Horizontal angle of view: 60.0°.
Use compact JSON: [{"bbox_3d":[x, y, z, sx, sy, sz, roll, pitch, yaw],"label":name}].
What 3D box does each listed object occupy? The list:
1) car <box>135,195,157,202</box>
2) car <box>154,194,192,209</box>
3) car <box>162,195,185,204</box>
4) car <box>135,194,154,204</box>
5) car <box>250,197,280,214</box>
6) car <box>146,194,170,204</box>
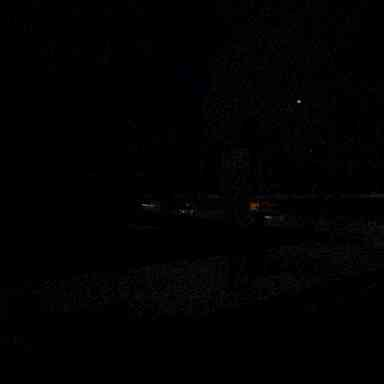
[{"bbox_3d":[-9.082,1.268,65.106,2.033,1.411,5.357,1,-1,-35],"label":"car"},{"bbox_3d":[-1.862,1.149,37.809,2.128,1.511,4.902,1,0,-35],"label":"car"},{"bbox_3d":[-3.288,1.304,56.993,1.994,1.385,4.181,1,0,-35],"label":"car"},{"bbox_3d":[-7.685,1.120,51.759,2.128,1.511,4.902,1,-1,-35],"label":"car"},{"bbox_3d":[6.167,1.260,32.066,1.882,1.535,5.008,1,0,-35],"label":"car"},{"bbox_3d":[-5.694,1.187,54.746,1.837,1.490,4.892,1,0,-34],"label":"car"}]
